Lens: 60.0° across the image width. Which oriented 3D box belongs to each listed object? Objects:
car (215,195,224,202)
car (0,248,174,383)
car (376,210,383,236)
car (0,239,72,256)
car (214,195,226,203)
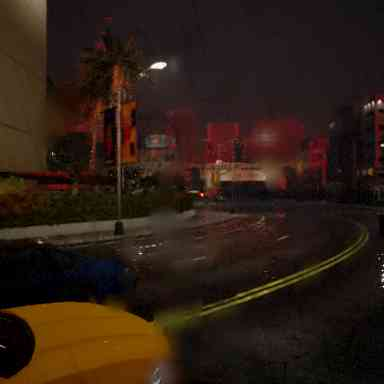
[{"bbox_3d":[7.249,1.720,88.052,2.185,1.767,4.553,0,0,1],"label":"car"},{"bbox_3d":[-2.467,1.496,2.256,5.008,1.535,1.882,0,0,-35],"label":"car"},{"bbox_3d":[11.231,1.542,18.088,2.128,1.511,4.902,0,0,28],"label":"car"},{"bbox_3d":[-3.631,1.584,5.798,5.357,1.411,2.033,0,0,-37],"label":"car"},{"bbox_3d":[7.245,1.817,81.625,2.097,1.535,5.008,0,0,1],"label":"car"}]
